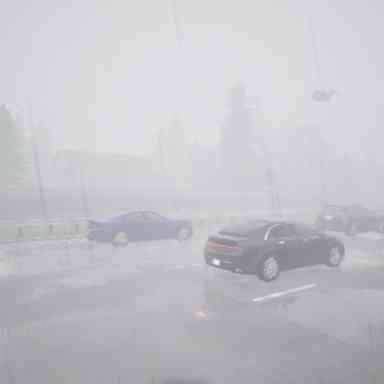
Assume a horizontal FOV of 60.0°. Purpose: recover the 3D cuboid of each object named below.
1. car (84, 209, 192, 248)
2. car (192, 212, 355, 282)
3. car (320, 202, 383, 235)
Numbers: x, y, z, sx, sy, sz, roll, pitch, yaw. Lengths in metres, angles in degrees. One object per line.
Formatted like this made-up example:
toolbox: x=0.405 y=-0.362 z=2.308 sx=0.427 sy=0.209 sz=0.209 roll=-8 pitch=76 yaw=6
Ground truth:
car: x=-2.251 y=1.507 z=15.037 sx=5.008 sy=1.535 sz=1.882 roll=0 pitch=0 yaw=-35
car: x=2.584 y=1.540 z=9.887 sx=4.892 sy=1.490 sz=1.837 roll=0 pitch=0 yaw=-35
car: x=8.921 y=1.432 z=18.707 sx=4.553 sy=1.767 sz=2.097 roll=0 pitch=0 yaw=-35
